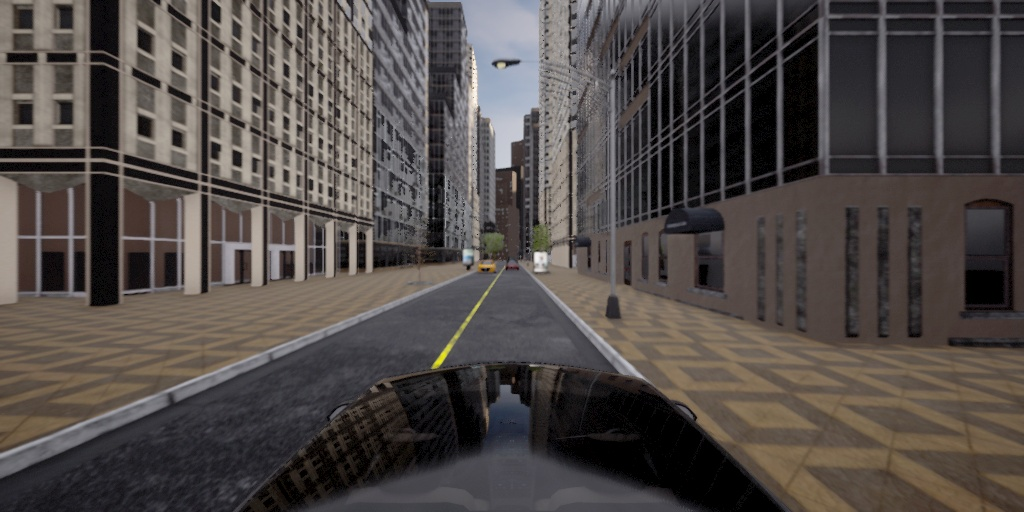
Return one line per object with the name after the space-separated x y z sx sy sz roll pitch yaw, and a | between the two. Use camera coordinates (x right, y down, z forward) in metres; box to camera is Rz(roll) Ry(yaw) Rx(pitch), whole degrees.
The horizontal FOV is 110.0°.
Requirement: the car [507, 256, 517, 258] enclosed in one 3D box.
0.031 1.016 65.029 2.150 2.045 5.566 0 0 0 | car

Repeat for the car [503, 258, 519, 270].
0.070 1.317 52.125 1.994 1.385 4.181 0 0 1 | car

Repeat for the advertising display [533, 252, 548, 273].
3.027 0.758 37.708 1.540 2.440 0.280 0 0 0 | advertising display

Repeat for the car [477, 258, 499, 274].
-2.816 1.215 40.623 1.882 1.535 5.008 0 0 0 | car
